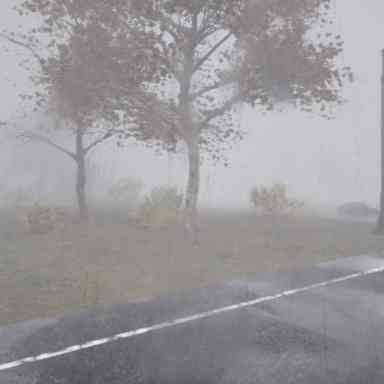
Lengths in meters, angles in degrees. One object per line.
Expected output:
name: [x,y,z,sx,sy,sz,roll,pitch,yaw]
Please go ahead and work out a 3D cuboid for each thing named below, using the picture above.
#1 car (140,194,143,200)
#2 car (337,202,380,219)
car: [-10.146,1.117,69.194,1.812,1.442,4.674,0,1,-35]
car: [16.232,1.660,31.666,1.812,1.442,4.674,0,1,-35]
